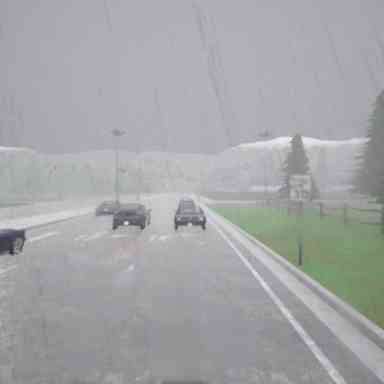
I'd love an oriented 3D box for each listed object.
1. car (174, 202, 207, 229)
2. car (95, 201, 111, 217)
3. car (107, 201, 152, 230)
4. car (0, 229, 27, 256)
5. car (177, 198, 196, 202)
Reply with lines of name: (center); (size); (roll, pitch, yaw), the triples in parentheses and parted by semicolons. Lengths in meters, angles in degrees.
car: (-0.159, 1.544, 20.907); (1.895, 1.301, 4.718); (0, 0, -1)
car: (-7.406, 1.481, 30.342); (1.994, 1.385, 4.181); (0, 0, -2)
car: (-3.657, 1.449, 20.658); (1.837, 1.490, 4.892); (0, 0, -1)
car: (-6.950, 1.573, 10.053); (1.895, 1.301, 4.718); (0, 0, -1)
car: (-0.608, 1.388, 38.066); (2.128, 1.511, 4.902); (0, 0, -2)
